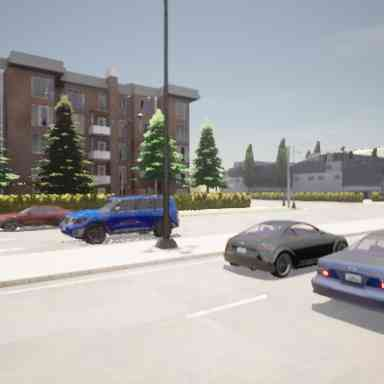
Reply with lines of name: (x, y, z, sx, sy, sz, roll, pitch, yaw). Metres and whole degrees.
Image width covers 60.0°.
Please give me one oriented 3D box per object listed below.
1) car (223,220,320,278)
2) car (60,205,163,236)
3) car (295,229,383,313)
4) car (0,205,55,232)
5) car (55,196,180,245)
car: (2.980, 1.542, 10.172, 4.181, 1.385, 1.994, 0, 0, -35)
car: (-4.530, 1.528, 19.163, 5.357, 1.411, 2.033, 0, 0, -35)
car: (4.842, 1.526, 7.202, 5.357, 1.411, 2.033, 0, 0, -35)
car: (-9.320, 1.515, 20.051, 4.674, 1.442, 1.812, 0, 0, -35)
car: (-3.200, 1.204, 15.815, 5.566, 2.045, 2.150, 0, 0, -35)
